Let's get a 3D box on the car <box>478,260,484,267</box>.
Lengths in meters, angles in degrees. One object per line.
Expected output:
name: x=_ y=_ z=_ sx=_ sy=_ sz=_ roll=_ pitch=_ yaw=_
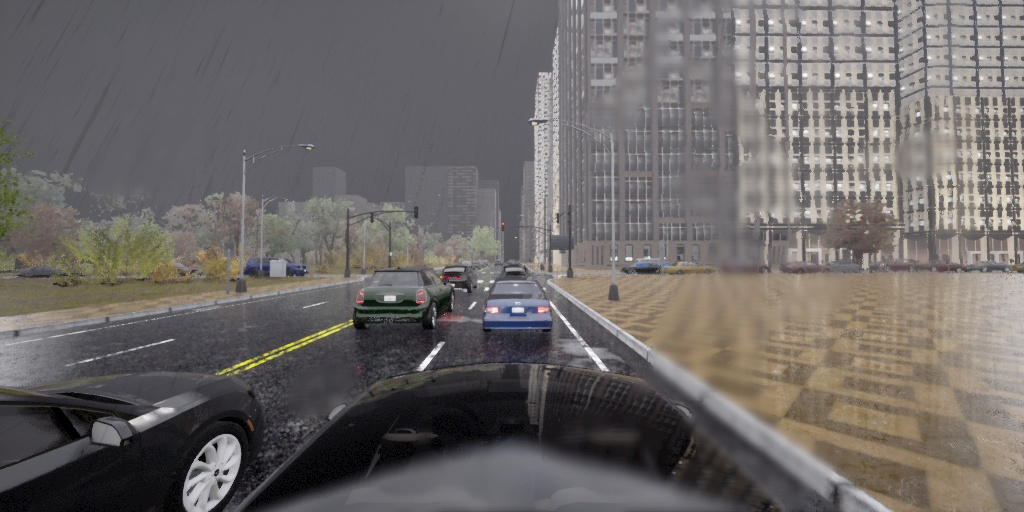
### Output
car: x=-6.438 y=1.525 z=62.010 sx=1.994 sy=1.385 sz=4.181 roll=0 pitch=0 yaw=1

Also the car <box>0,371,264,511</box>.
car: x=-3.152 y=1.255 z=1.245 sx=1.837 sy=1.490 sz=4.892 roll=0 pitch=0 yaw=0

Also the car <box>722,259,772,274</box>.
car: x=21.803 y=1.015 z=33.331 sx=4.097 sy=1.591 sz=1.967 roll=0 pitch=0 yaw=-1

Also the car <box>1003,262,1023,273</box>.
car: x=49.893 y=0.970 z=33.605 sx=4.829 sy=1.417 sz=1.751 roll=0 pitch=0 yaw=-1

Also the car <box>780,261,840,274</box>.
car: x=27.387 y=1.130 z=33.388 sx=4.207 sy=1.307 sz=1.802 roll=0 pitch=0 yaw=-1

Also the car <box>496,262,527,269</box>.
car: x=0.141 y=1.284 z=21.397 sx=1.837 sy=1.490 sz=4.892 roll=0 pitch=0 yaw=-1

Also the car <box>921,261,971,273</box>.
car: x=49.586 y=1.239 z=41.636 sx=4.507 sy=1.381 sz=1.888 roll=0 pitch=0 yaw=-1

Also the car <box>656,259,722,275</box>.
car: x=16.388 y=1.129 z=33.276 sx=4.829 sy=1.417 sz=1.751 roll=0 pitch=0 yaw=-1

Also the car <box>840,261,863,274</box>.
car: x=35.264 y=1.242 z=38.887 sx=4.181 sy=1.385 sz=1.994 roll=0 pitch=-2 yaw=0

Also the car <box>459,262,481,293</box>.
car: x=-3.111 y=1.283 z=21.002 sx=1.837 sy=1.490 sz=4.892 roll=0 pitch=0 yaw=0

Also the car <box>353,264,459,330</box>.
car: x=-3.132 y=1.110 z=11.320 sx=2.097 sy=1.767 sz=4.553 roll=0 pitch=0 yaw=0

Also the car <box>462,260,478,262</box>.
car: x=-6.485 y=1.383 z=51.999 sx=1.882 sy=1.535 sz=5.008 roll=0 pitch=0 yaw=0

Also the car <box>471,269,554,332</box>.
car: x=0.121 y=1.305 z=10.839 sx=2.033 sy=1.411 sz=5.357 roll=0 pitch=0 yaw=0

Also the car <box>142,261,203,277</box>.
car: x=-33.126 y=1.303 z=35.117 sx=4.553 sy=1.767 sz=2.097 roll=0 pitch=-2 yaw=0

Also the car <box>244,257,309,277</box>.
car: x=-23.076 y=1.113 z=35.179 sx=5.566 sy=2.045 sz=2.150 roll=0 pitch=-2 yaw=-1

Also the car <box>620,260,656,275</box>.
car: x=14.223 y=1.382 z=38.689 sx=4.718 sy=1.301 sz=1.895 roll=0 pitch=-2 yaw=-1

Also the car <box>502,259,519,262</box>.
car: x=0.181 y=1.378 z=48.066 sx=2.128 sy=1.511 sz=4.902 roll=0 pitch=0 yaw=-3

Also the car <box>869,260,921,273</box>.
car: x=43.992 y=1.158 z=41.579 sx=4.097 sy=1.591 sz=1.967 roll=0 pitch=0 yaw=-1

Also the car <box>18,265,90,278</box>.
car: x=-45.004 y=1.570 z=35.246 sx=5.357 sy=1.411 sz=2.033 roll=0 pitch=-2 yaw=2
